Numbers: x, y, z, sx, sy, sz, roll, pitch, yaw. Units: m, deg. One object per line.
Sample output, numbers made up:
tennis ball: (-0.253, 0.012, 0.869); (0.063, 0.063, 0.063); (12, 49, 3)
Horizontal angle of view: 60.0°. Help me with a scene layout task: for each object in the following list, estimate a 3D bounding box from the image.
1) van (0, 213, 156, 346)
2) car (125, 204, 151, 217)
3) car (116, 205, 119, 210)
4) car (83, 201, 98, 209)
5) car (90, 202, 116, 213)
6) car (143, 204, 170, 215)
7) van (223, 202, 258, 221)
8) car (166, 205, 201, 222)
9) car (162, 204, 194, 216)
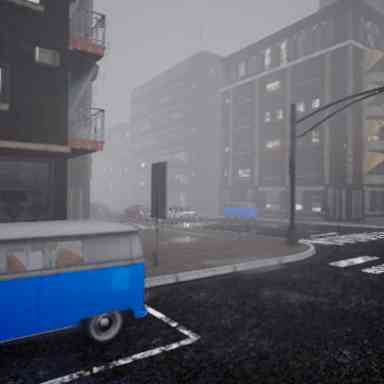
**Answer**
van: (-2.629, 1.346, 4.820); (3.998, 1.788, 1.690); (1, 0, -36)
car: (-5.269, 2.041, 33.871); (1.967, 1.590, 4.097); (0, -1, -36)
car: (-15.123, 2.700, 61.751); (1.752, 1.417, 4.829); (0, -1, -36)
car: (-21.624, 2.798, 70.767); (1.967, 1.590, 4.097); (0, -1, -36)
car: (-11.869, 2.226, 43.024); (1.967, 1.590, 4.097); (0, -1, -36)
car: (-5.123, 2.458, 47.884); (1.947, 1.339, 4.313); (0, -1, -36)
van: (4.911, 1.957, 34.256); (1.690, 1.788, 3.998); (0, -1, -36)
car: (-1.026, 2.106, 32.553); (1.812, 1.442, 4.674); (1, -1, -36)
car: (-1.923, 2.327, 43.446); (1.752, 1.417, 4.829); (0, -1, -36)
